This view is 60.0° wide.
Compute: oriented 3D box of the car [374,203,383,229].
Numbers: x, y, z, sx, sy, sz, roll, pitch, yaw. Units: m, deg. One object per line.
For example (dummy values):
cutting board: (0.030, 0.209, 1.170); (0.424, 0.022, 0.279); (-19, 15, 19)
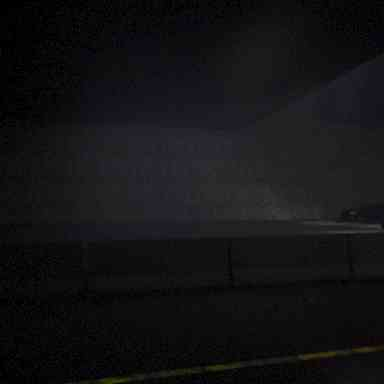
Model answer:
car: (13.918, 1.531, 20.199); (4.553, 1.767, 2.097); (0, 0, -13)

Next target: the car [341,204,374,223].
car: (14.839, 1.709, 27.607); (5.008, 1.535, 1.882); (0, 0, -13)
